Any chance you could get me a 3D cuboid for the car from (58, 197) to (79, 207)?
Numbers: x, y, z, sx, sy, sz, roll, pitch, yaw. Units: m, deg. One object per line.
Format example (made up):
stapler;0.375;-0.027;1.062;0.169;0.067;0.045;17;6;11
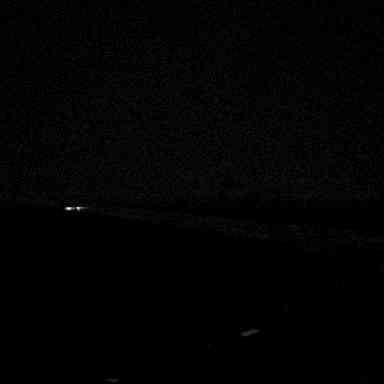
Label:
car;-18.637;1.521;50.062;2.033;1.411;5.357;-1;1;-35
